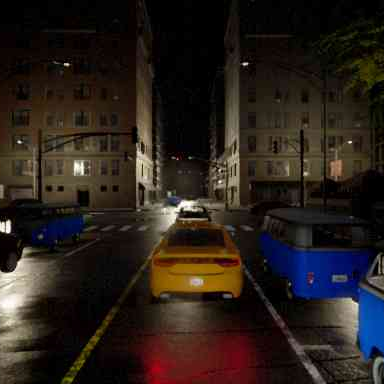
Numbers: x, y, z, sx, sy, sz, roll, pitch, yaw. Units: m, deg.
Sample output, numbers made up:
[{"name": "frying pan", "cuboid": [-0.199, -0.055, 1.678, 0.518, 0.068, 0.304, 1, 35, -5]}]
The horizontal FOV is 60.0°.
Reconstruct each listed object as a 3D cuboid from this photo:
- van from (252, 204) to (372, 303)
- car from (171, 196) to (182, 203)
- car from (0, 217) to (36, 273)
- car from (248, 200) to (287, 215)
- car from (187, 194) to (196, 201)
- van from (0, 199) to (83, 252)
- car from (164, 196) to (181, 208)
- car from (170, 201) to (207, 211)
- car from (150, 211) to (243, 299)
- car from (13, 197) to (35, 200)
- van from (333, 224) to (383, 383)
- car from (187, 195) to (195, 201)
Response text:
[{"name": "van", "cuboid": [2.704, 1.340, 7.912, 1.690, 1.788, 3.998, 0, 0, 0]}, {"name": "car", "cuboid": [-3.141, 1.521, 69.651, 2.033, 1.411, 5.357, 0, 0, -1]}, {"name": "car", "cuboid": [-5.822, 1.544, 7.940, 1.887, 1.381, 4.507, 0, 0, 0]}, {"name": "car", "cuboid": [7.395, 1.454, 29.035, 5.008, 1.535, 1.882, 0, 0, -1]}, {"name": "car", "cuboid": [-0.227, 1.338, 79.387, 2.097, 1.767, 4.553, 0, 0, -1]}, {"name": "van", "cuboid": [-5.796, 1.338, 13.600, 1.690, 1.788, 3.998, 0, 0, 0]}, {"name": "car", "cuboid": [-3.050, 1.462, 48.878, 1.882, 1.535, 5.008, 0, 0, 0]}, {"name": "car", "cuboid": [0.075, 1.485, 17.919, 2.128, 1.511, 4.902, 0, 0, 0]}, {"name": "car", "cuboid": [0.114, 1.476, 8.500, 1.882, 1.535, 5.008, 0, 0, 1]}, {"name": "car", "cuboid": [-13.535, 1.345, 28.845, 4.553, 1.767, 2.097, 0, 0, -1]}, {"name": "van", "cuboid": [2.679, 1.341, 2.255, 1.690, 1.788, 3.998, 0, 0, 0]}, {"name": "car", "cuboid": [-0.313, 1.582, 89.168, 1.895, 1.301, 4.718, 0, 0, -1]}]
